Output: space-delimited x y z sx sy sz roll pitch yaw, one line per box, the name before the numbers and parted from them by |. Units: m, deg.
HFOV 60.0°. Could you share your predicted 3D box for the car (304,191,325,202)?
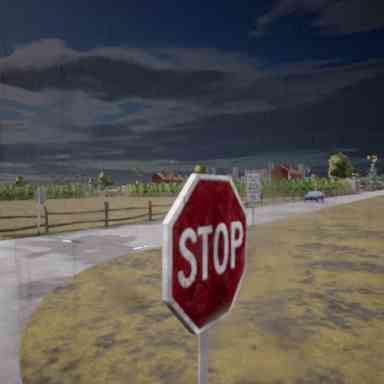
car | 17.391 0.614 47.268 1.882 1.535 5.008 0 1 35
